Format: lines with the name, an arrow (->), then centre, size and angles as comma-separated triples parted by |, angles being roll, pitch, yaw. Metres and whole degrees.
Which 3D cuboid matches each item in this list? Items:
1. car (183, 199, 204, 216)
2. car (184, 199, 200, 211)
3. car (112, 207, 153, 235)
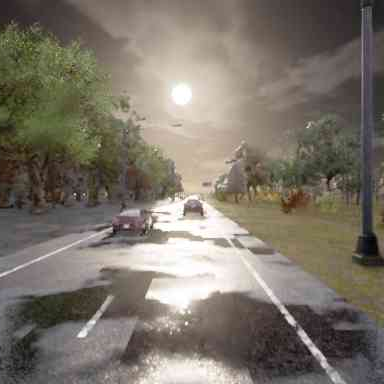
car -> 0.130, 1.506, 34.967 | 2.097, 1.767, 4.553 | 0, 0, 0
car -> 0.050, 1.748, 45.398 | 2.033, 1.411, 5.357 | 0, 0, 0
car -> -3.385, 1.612, 19.516 | 1.812, 1.442, 4.674 | 0, 0, 0
